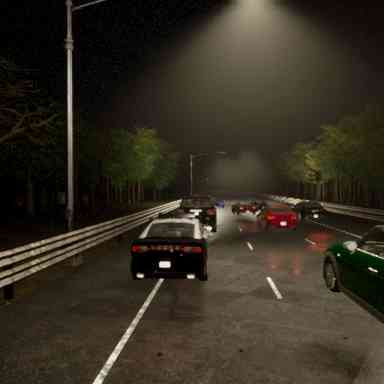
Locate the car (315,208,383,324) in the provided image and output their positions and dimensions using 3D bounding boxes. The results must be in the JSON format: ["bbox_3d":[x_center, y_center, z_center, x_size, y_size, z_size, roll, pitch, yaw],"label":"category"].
[{"bbox_3d":[4.011,1.349,5.946,2.097,1.767,4.553,0,0,4],"label":"car"}]

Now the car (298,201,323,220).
[{"bbox_3d":[9.058,1.494,26.196,1.837,1.490,4.892,0,-1,4],"label":"car"}]

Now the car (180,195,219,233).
[{"bbox_3d":[0.403,1.218,19.911,2.150,2.045,5.566,0,0,4],"label":"car"}]

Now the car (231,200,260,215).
[{"bbox_3d":[5.303,1.585,34.368,1.895,1.301,4.718,-2,0,-2],"label":"car"}]

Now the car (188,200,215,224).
[{"bbox_3d":[0.858,1.471,25.865,1.882,1.535,5.008,0,0,4],"label":"car"}]

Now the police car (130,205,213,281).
[{"bbox_3d":[-0.437,1.423,10.034,1.930,1.638,5.238,0,0,4],"label":"police car"}]

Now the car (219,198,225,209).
[{"bbox_3d":[3.532,1.535,46.313,2.033,1.411,5.357,0,0,5],"label":"car"}]

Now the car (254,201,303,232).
[{"bbox_3d":[5.094,1.520,20.219,1.812,1.442,4.674,0,0,4],"label":"car"}]
